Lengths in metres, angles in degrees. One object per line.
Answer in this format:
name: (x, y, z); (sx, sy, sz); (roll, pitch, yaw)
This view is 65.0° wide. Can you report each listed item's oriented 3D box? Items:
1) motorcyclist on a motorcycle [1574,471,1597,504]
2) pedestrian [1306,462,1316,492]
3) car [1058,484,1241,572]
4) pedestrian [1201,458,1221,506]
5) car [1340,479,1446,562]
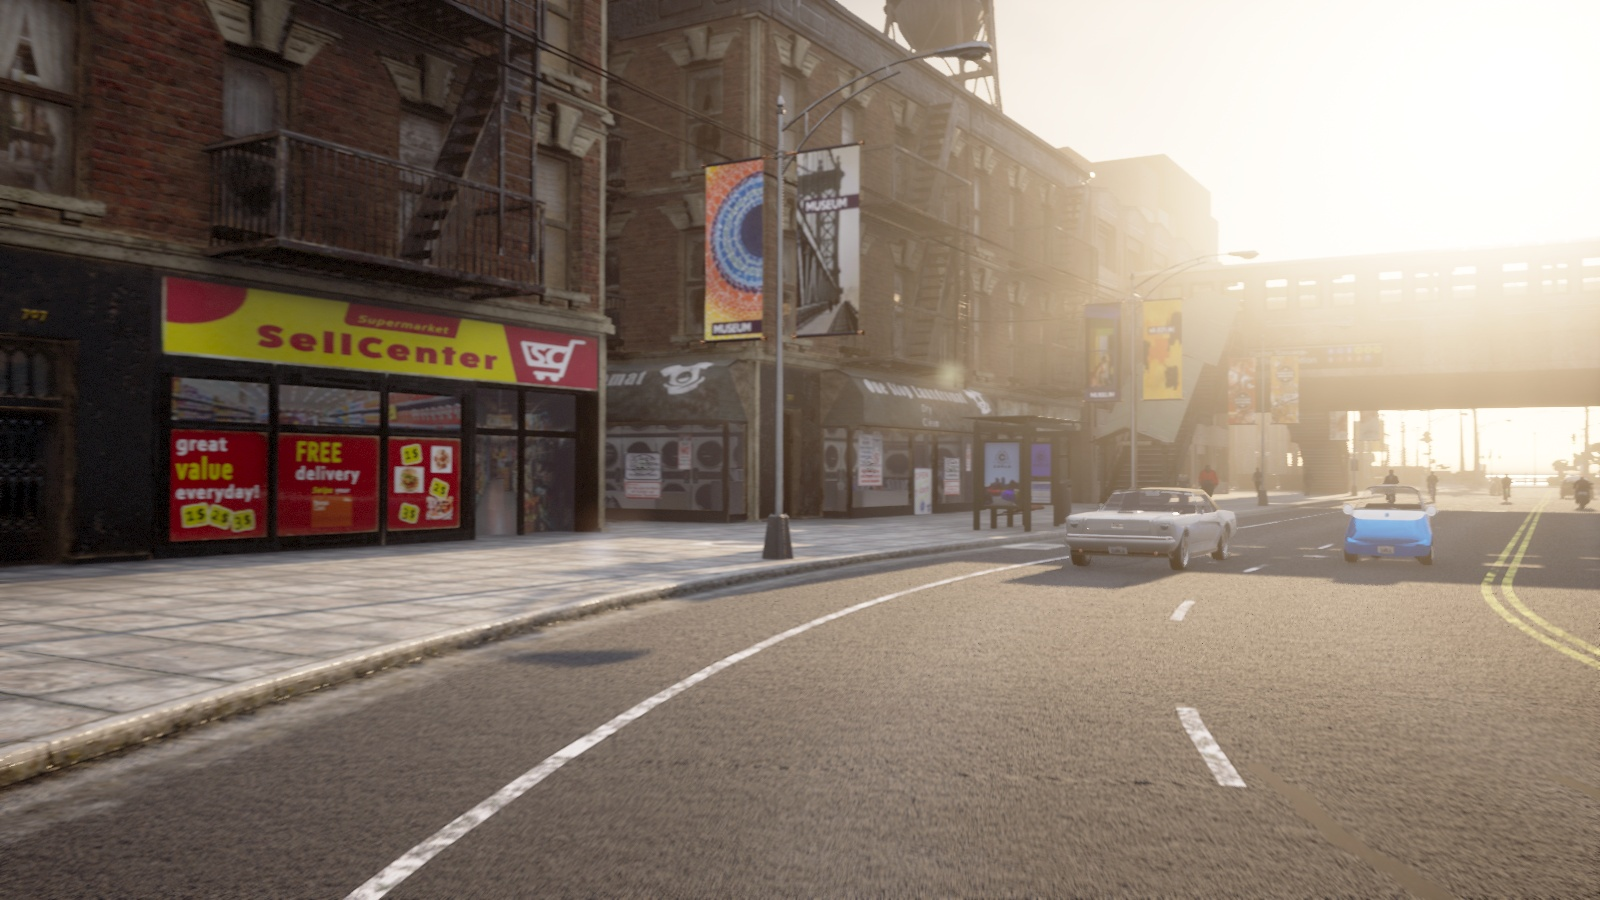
motorcyclist on a motorcycle: (36.494, 1.725, 58.359); (0.866, 1.530, 2.191); (-1, -1, 31)
pedestrian: (31.979, 1.698, 78.577); (0.370, 1.835, 0.726); (-1, -1, 34)
car: (6.178, 1.263, 21.803); (1.895, 1.301, 4.718); (-1, -1, 31)
pedestrian: (16.021, 1.246, 48.956); (0.634, 1.844, 0.899); (-1, -1, 25)
car: (10.565, 1.214, 22.328); (1.481, 1.376, 2.207); (-1, -1, 31)
